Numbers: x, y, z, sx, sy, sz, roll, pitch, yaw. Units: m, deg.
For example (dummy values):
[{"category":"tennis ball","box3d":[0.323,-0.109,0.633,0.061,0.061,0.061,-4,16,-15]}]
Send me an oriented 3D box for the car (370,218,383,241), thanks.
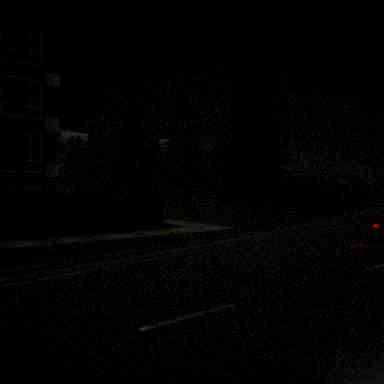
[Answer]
[{"category":"car","box3d":[10.386,1.531,15.458,5.357,1.411,2.033,0,0,-36]}]
